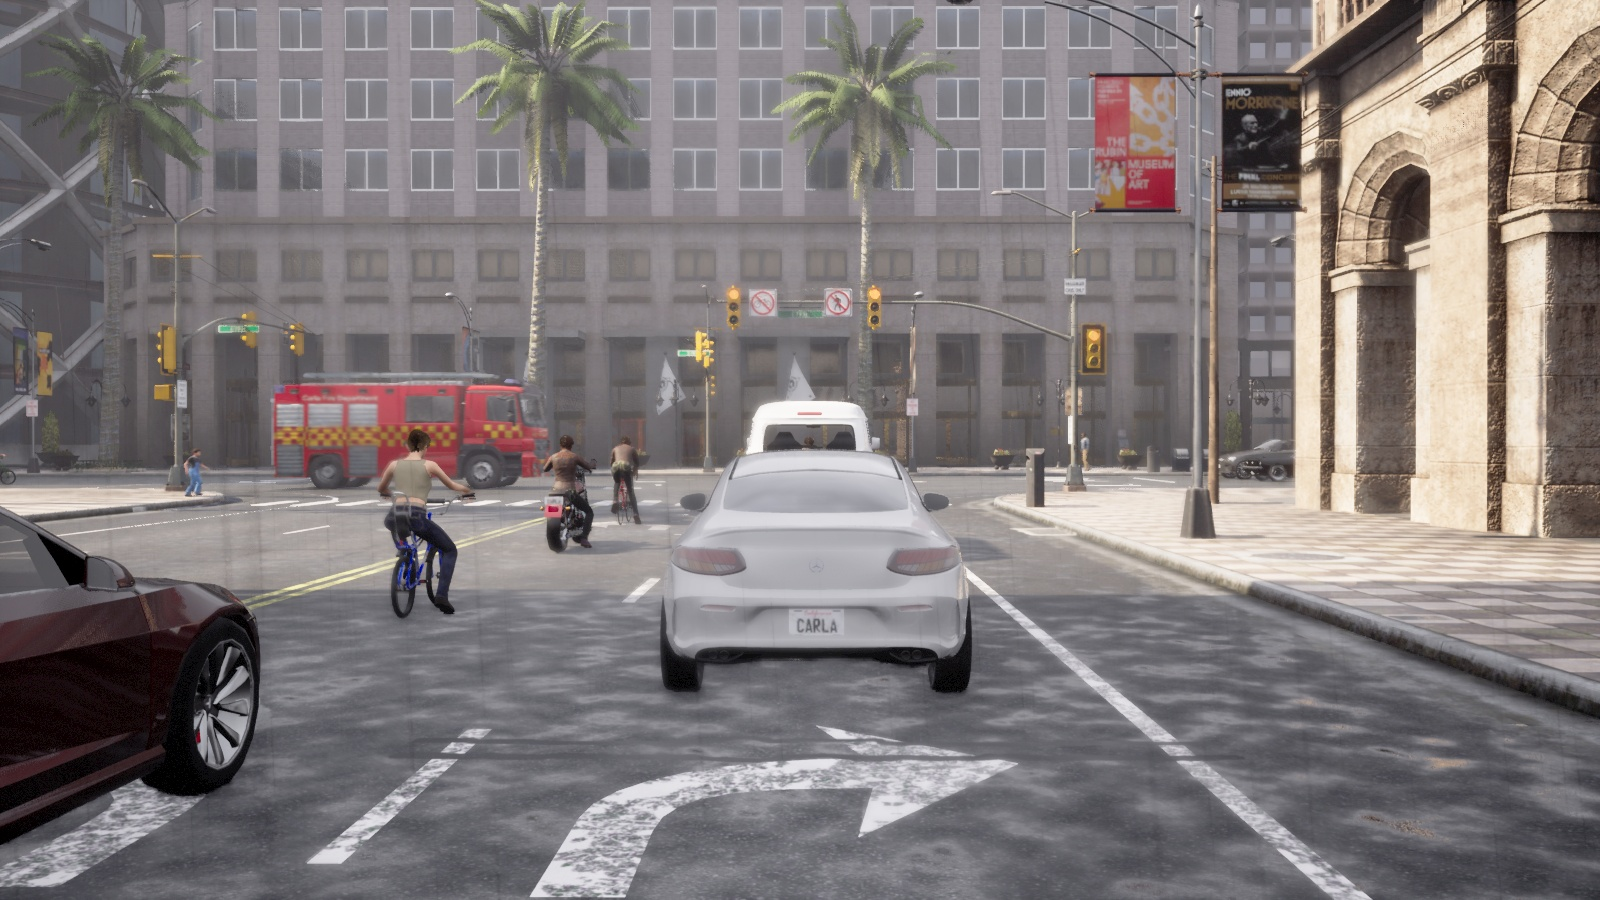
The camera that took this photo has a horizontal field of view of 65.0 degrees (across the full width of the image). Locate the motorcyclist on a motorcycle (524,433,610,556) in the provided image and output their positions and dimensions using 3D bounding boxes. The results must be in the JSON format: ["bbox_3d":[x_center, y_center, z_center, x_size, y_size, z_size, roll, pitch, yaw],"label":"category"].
[{"bbox_3d":[-3.299,0.593,17.981,0.766,1.649,2.350,0,0,1],"label":"motorcyclist on a motorcycle"}]

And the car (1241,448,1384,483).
[{"bbox_3d":[19.545,0.591,48.045,4.718,1.301,1.895,0,0,1],"label":"car"}]

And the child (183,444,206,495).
[{"bbox_3d":[-15.148,0.487,31.424,0.437,1.263,0.270,0,0,0],"label":"child"}]

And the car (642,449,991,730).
[{"bbox_3d":[0.104,0.722,8.867,1.812,1.442,4.674,0,0,0],"label":"car"}]

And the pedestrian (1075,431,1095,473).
[{"bbox_3d":[13.136,0.087,57.952,0.788,1.949,0.423,0,0,-19],"label":"pedestrian"}]

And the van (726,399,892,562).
[{"bbox_3d":[0.170,0.369,17.908,2.069,2.038,4.480,0,0,1],"label":"van"}]

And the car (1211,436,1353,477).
[{"bbox_3d":[19.711,0.250,51.521,5.027,1.651,2.152,0,0,1],"label":"car"}]

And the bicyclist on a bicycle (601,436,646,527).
[{"bbox_3d":[-3.256,0.565,23.313,0.582,1.620,1.656,0,0,1],"label":"bicyclist on a bicycle"}]

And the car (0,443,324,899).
[{"bbox_3d":[-3.449,0.722,3.799,2.163,1.488,4.792,0,0,1],"label":"car"}]

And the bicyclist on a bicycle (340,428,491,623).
[{"bbox_3d":[-3.366,0.617,11.144,0.866,1.612,1.509,0,0,0],"label":"bicyclist on a bicycle"}]

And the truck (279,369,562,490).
[{"bbox_3d":[-12.366,-0.662,41.465,8.468,3.827,2.891,0,0,1],"label":"truck"}]
